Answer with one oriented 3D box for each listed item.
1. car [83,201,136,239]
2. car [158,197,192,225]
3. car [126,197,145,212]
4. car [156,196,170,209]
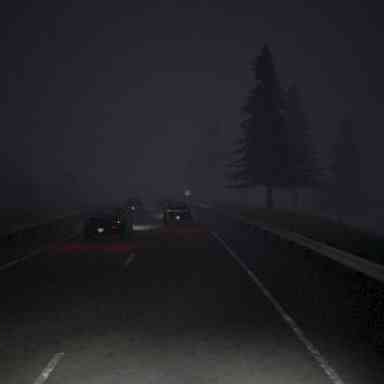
[{"bbox_3d":[-4.067,1.414,16.492,1.812,1.442,4.674,0,0,-4],"label":"car"},{"bbox_3d":[-1.082,1.336,22.755,2.128,1.511,4.902,0,1,-5],"label":"car"},{"bbox_3d":[-5.957,1.272,34.297,1.837,1.490,4.892,0,0,-8],"label":"car"},{"bbox_3d":[-3.438,1.197,40.865,1.882,1.535,5.008,0,0,-9],"label":"car"}]
